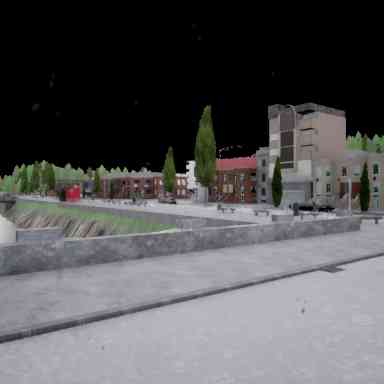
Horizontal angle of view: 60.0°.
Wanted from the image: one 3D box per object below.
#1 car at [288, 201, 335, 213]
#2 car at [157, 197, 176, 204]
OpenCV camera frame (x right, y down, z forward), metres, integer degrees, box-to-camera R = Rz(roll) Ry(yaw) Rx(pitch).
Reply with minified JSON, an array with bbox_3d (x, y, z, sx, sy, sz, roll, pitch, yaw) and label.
[{"bbox_3d":[12.853,1.600,36.200,1.895,1.301,4.718,0,0,-34],"label":"car"},{"bbox_3d":[-4.710,1.564,60.964,1.994,1.385,4.181,0,0,-36],"label":"car"}]
